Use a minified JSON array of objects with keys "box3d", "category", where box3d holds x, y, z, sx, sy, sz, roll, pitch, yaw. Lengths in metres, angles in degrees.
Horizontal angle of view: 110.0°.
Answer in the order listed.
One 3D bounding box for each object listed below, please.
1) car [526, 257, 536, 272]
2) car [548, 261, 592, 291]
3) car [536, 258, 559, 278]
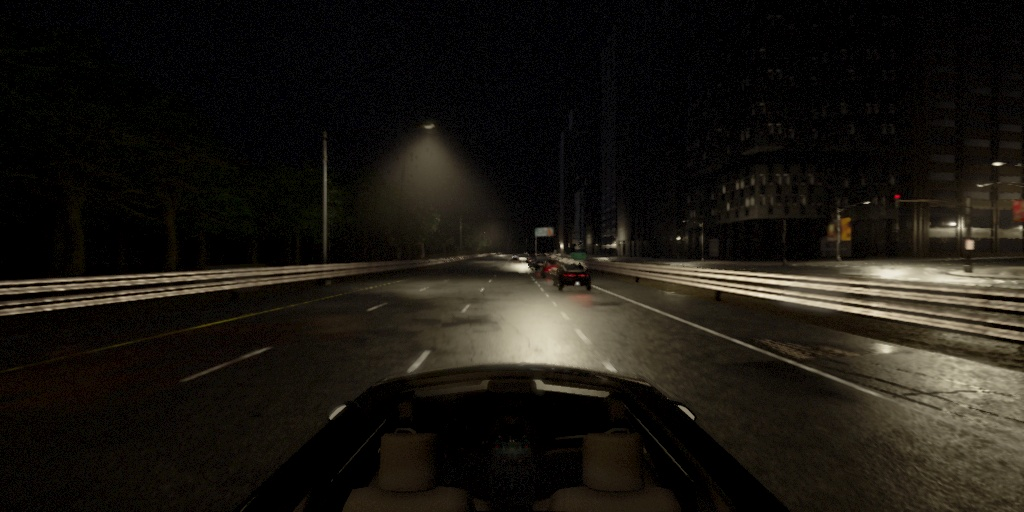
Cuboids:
[{"box3d":[3.483,1.168,44.067,2.128,1.511,4.902,0,0,-6],"category":"car"},{"box3d":[3.530,1.225,21.712,1.837,1.490,4.892,0,0,0],"category":"car"},{"box3d":[3.583,1.132,32.684,2.033,1.649,4.856,0,0,0],"category":"car"}]
